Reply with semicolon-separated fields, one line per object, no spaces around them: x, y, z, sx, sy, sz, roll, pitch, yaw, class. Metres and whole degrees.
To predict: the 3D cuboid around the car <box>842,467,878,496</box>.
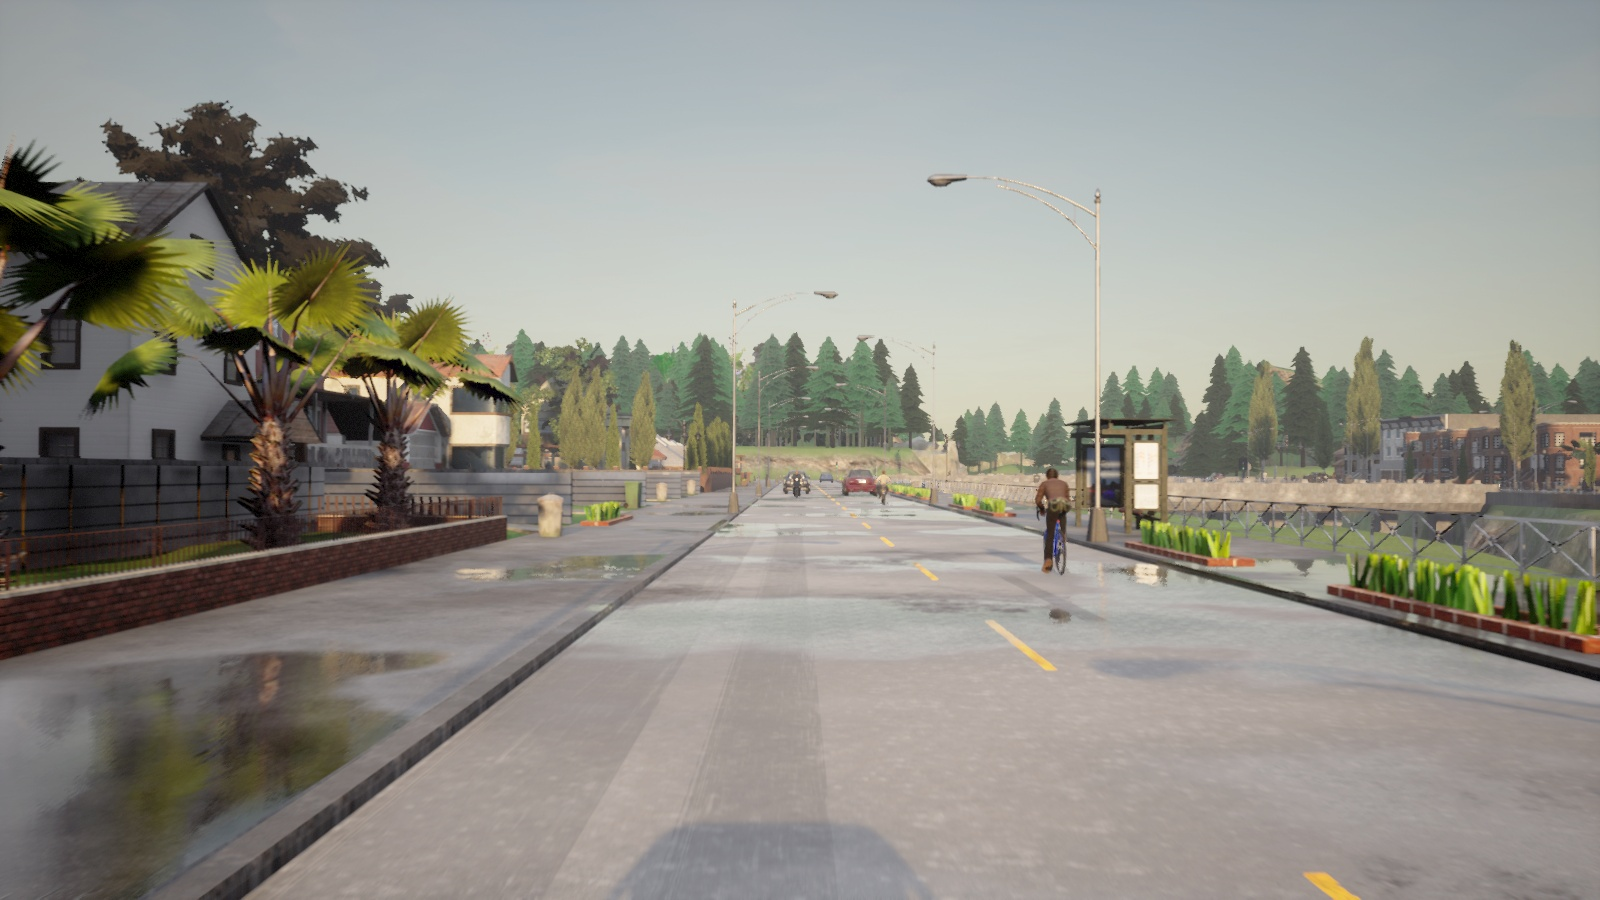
3.810;2.009;80.713;2.097;1.767;4.553;0;-1;0;car

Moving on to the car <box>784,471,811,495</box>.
-0.201;2.222;85.272;1.789;1.549;3.705;0;-1;0;car

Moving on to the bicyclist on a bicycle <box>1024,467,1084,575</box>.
3.954;1.081;19.653;0.582;1.620;1.656;0;-1;0;bicyclist on a bicycle
